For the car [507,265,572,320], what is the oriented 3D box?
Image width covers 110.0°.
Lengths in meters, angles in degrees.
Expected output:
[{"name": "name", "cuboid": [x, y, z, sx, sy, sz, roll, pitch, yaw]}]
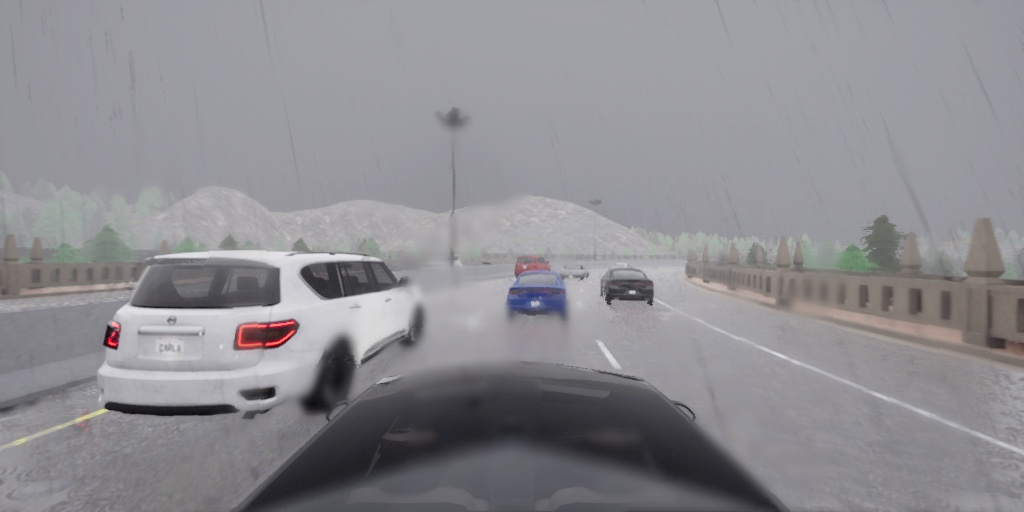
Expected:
[{"name": "car", "cuboid": [1.018, 1.250, 12.799, 1.882, 1.535, 5.008, 0, 0, 7]}]

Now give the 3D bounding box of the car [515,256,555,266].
[{"name": "car", "cuboid": [1.911, 1.026, 31.606, 2.150, 2.045, 5.566, 0, 0, 19]}]

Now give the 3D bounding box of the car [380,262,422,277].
[{"name": "car", "cuboid": [-11.275, 1.315, 36.684, 1.994, 1.385, 4.181, 0, 0, 20]}]

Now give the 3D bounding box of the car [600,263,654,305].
[{"name": "car", "cuboid": [5.135, 1.274, 16.452, 1.882, 1.535, 5.008, 0, 0, 10]}]

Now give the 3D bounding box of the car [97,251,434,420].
[{"name": "car", "cuboid": [-3.176, 0.963, 6.130, 2.150, 2.045, 5.566, 0, 0, 2]}]

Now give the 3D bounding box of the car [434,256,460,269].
[{"name": "car", "cuboid": [-7.210, 0.991, 37.742, 2.150, 2.045, 5.566, 0, 0, 21]}]

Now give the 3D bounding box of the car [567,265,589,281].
[{"name": "car", "cuboid": [5.656, 1.423, 31.732, 1.895, 1.301, 4.718, 0, 0, 20]}]

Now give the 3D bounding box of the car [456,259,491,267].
[{"name": "car", "cuboid": [-3.555, 1.293, 37.431, 1.837, 1.490, 4.892, 0, 0, 22]}]
